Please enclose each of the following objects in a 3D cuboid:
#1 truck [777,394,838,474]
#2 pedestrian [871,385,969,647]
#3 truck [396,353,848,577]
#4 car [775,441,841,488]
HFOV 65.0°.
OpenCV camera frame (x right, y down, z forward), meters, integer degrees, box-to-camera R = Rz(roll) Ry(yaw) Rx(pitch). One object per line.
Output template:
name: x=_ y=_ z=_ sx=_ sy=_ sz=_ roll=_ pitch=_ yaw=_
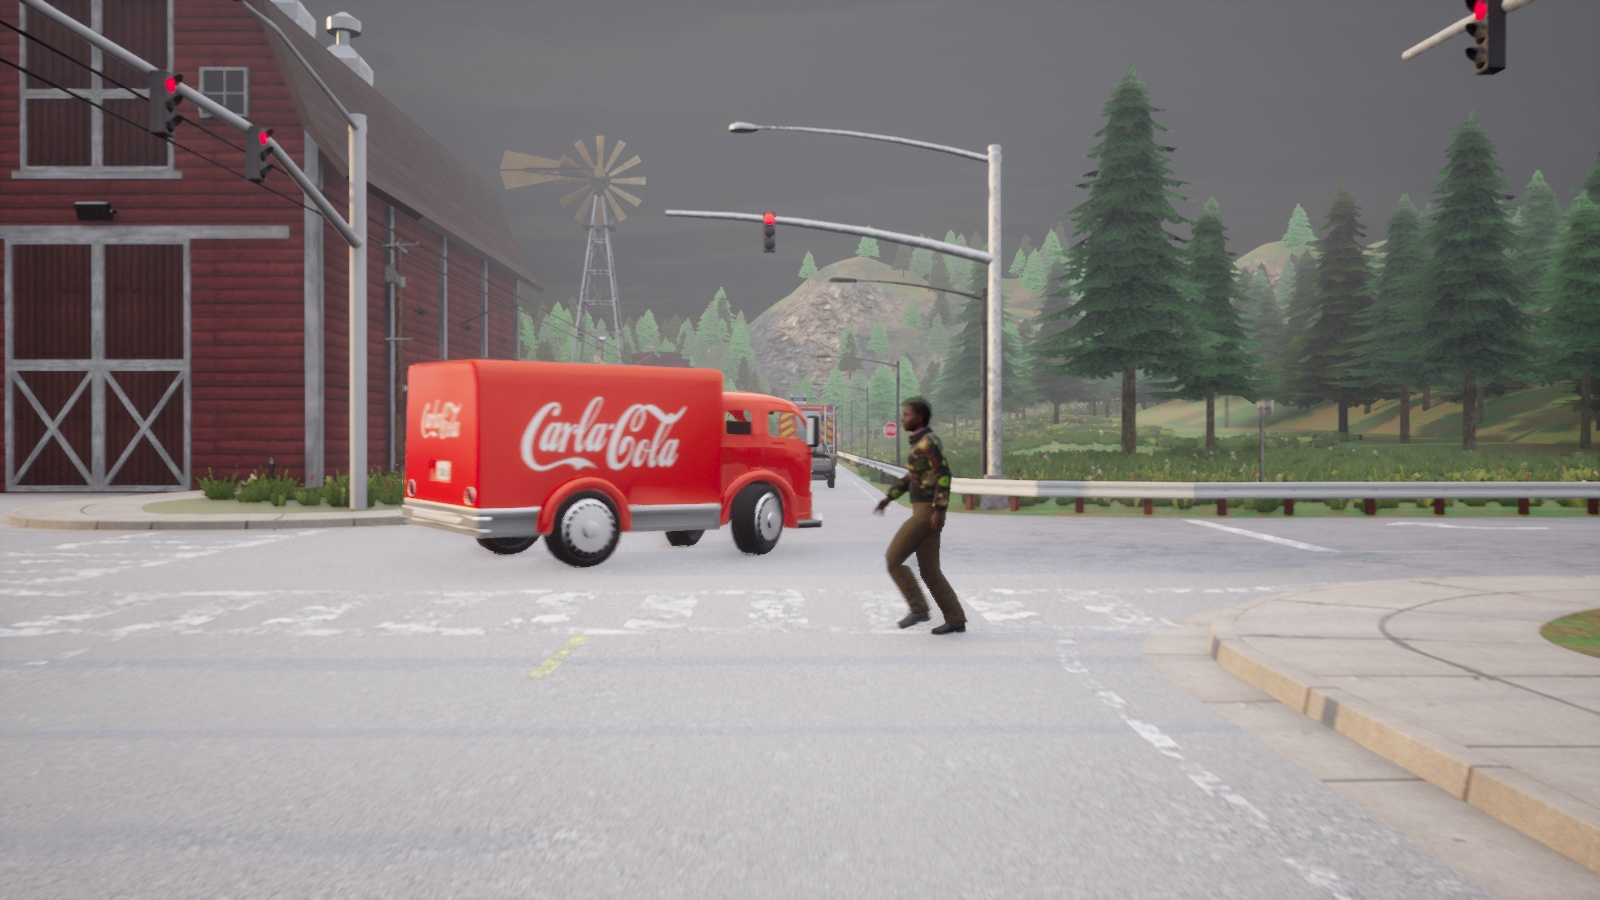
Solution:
truck: x=0.382 y=-0.786 z=64.401 sx=2.891 sy=3.827 sz=8.468 roll=0 pitch=0 yaw=0
pedestrian: x=0.894 y=0.487 z=9.458 sx=0.692 sy=1.930 sz=0.395 roll=0 pitch=0 yaw=-1
truck: x=-2.232 y=0.146 z=16.460 sx=5.204 sy=2.467 sz=2.627 roll=0 pitch=1 yaw=-38
car: x=0.260 y=0.457 z=43.030 sx=2.128 sy=1.511 sz=4.902 roll=0 pitch=0 yaw=0
